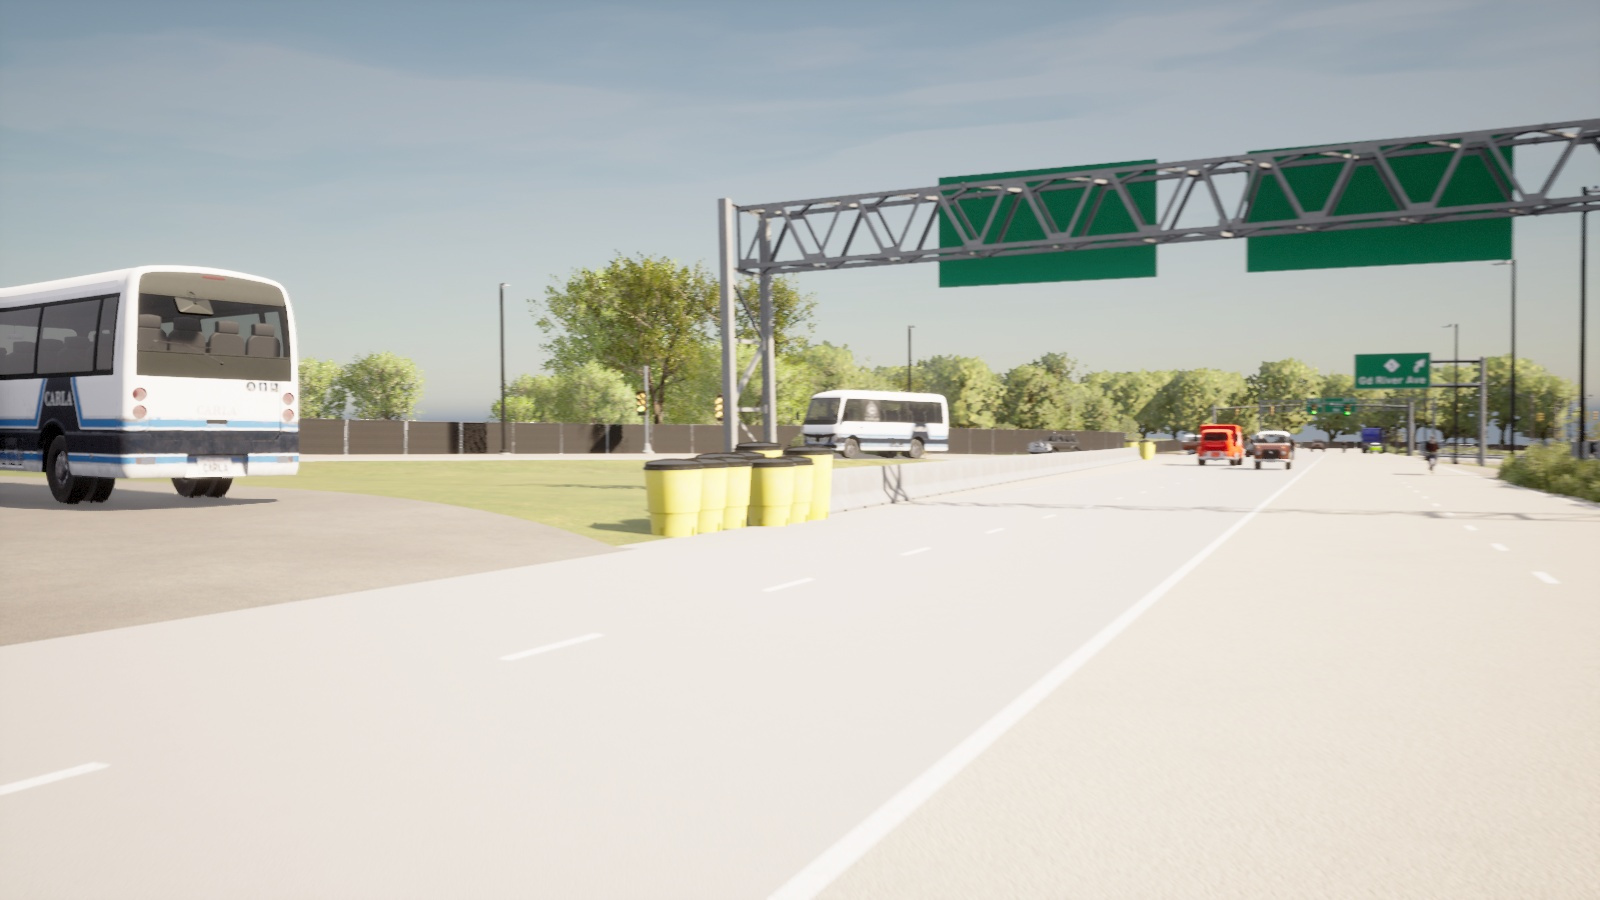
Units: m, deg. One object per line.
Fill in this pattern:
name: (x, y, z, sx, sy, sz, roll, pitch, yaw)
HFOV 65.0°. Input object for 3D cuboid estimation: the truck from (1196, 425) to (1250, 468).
truck: (25.488, -0.242, 75.606, 2.627, 2.467, 5.204, 0, 0, 24)

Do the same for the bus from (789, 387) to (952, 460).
bus: (4.558, -1.571, 78.816, 10.273, 4.253, 3.944, 0, 1, -40)

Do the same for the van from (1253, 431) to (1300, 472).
van: (24.923, 0.050, 65.550, 2.069, 2.038, 4.480, 0, 0, 24)

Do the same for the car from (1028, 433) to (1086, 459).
car: (18.797, -0.268, 91.741, 4.605, 1.855, 1.932, 0, 1, -45)

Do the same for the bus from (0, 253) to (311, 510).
bus: (-14.562, -1.217, 25.489, 10.273, 4.253, 3.944, 1, 1, 38)
